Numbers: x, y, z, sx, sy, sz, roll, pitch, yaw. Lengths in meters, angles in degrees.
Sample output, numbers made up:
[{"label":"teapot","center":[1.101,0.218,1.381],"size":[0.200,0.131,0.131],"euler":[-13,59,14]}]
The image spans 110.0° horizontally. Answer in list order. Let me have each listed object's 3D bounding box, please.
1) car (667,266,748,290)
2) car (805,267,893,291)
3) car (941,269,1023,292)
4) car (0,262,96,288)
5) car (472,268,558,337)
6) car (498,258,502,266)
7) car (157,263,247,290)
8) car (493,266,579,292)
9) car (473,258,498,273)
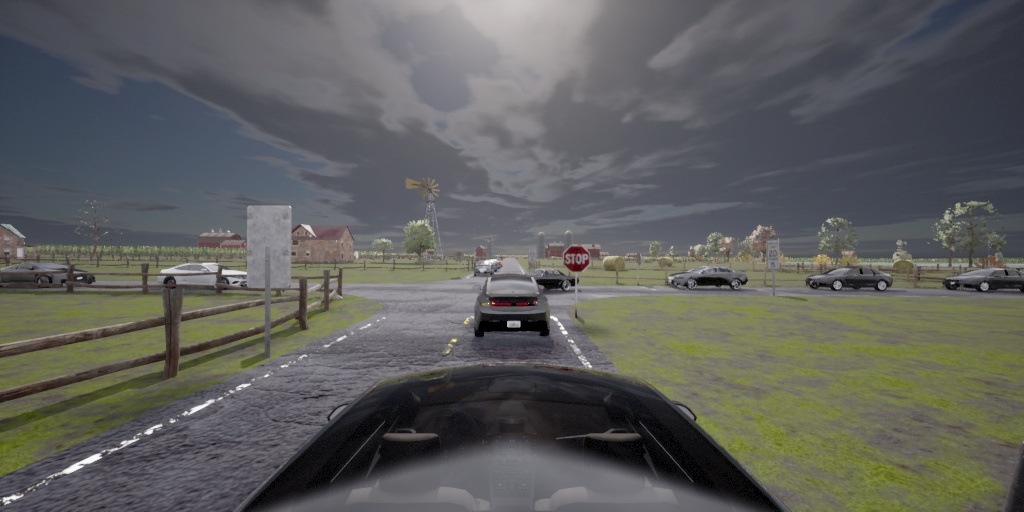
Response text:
[{"label":"car","center":[12.810,1.397,23.592],"size":[4.902,1.511,2.128],"euler":[1,-1,-2]},{"label":"car","center":[22.212,1.499,23.758],"size":[4.892,1.490,1.837],"euler":[1,-1,-1]},{"label":"car","center":[31.714,1.587,23.873],"size":[4.892,1.490,1.837],"euler":[1,-1,-1]},{"label":"car","center":[-26.354,1.048,20.173],"size":[4.181,1.385,1.994],"euler":[1,-1,-1]},{"label":"car","center":[-0.069,1.256,10.324],"size":[1.837,1.490,4.892],"euler":[0,0,-3]},{"label":"car","center":[-2.828,1.241,46.458],"size":[2.128,1.511,4.902],"euler":[0,0,0]},{"label":"car","center":[-17.234,1.103,20.290],"size":[4.674,1.442,1.812],"euler":[1,-1,-1]},{"label":"car","center":[1.509,1.369,20.370],"size":[4.718,1.301,1.895],"euler":[1,0,-35]},{"label":"car","center":[-2.840,1.243,37.012],"size":[2.128,1.511,4.902],"euler":[0,0,0]}]
